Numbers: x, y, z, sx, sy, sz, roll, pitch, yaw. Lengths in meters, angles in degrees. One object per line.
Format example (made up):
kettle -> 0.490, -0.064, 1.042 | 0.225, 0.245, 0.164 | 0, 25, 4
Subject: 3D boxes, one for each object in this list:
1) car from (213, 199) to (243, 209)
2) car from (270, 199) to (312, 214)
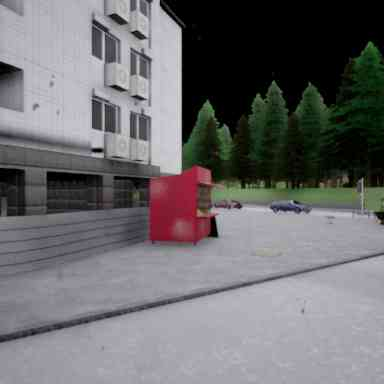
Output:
car -> 4.717, 1.560, 43.760 | 1.994, 1.385, 4.181 | 0, 0, -35
car -> 10.505, 1.522, 35.662 | 1.812, 1.442, 4.674 | 0, 0, -36
